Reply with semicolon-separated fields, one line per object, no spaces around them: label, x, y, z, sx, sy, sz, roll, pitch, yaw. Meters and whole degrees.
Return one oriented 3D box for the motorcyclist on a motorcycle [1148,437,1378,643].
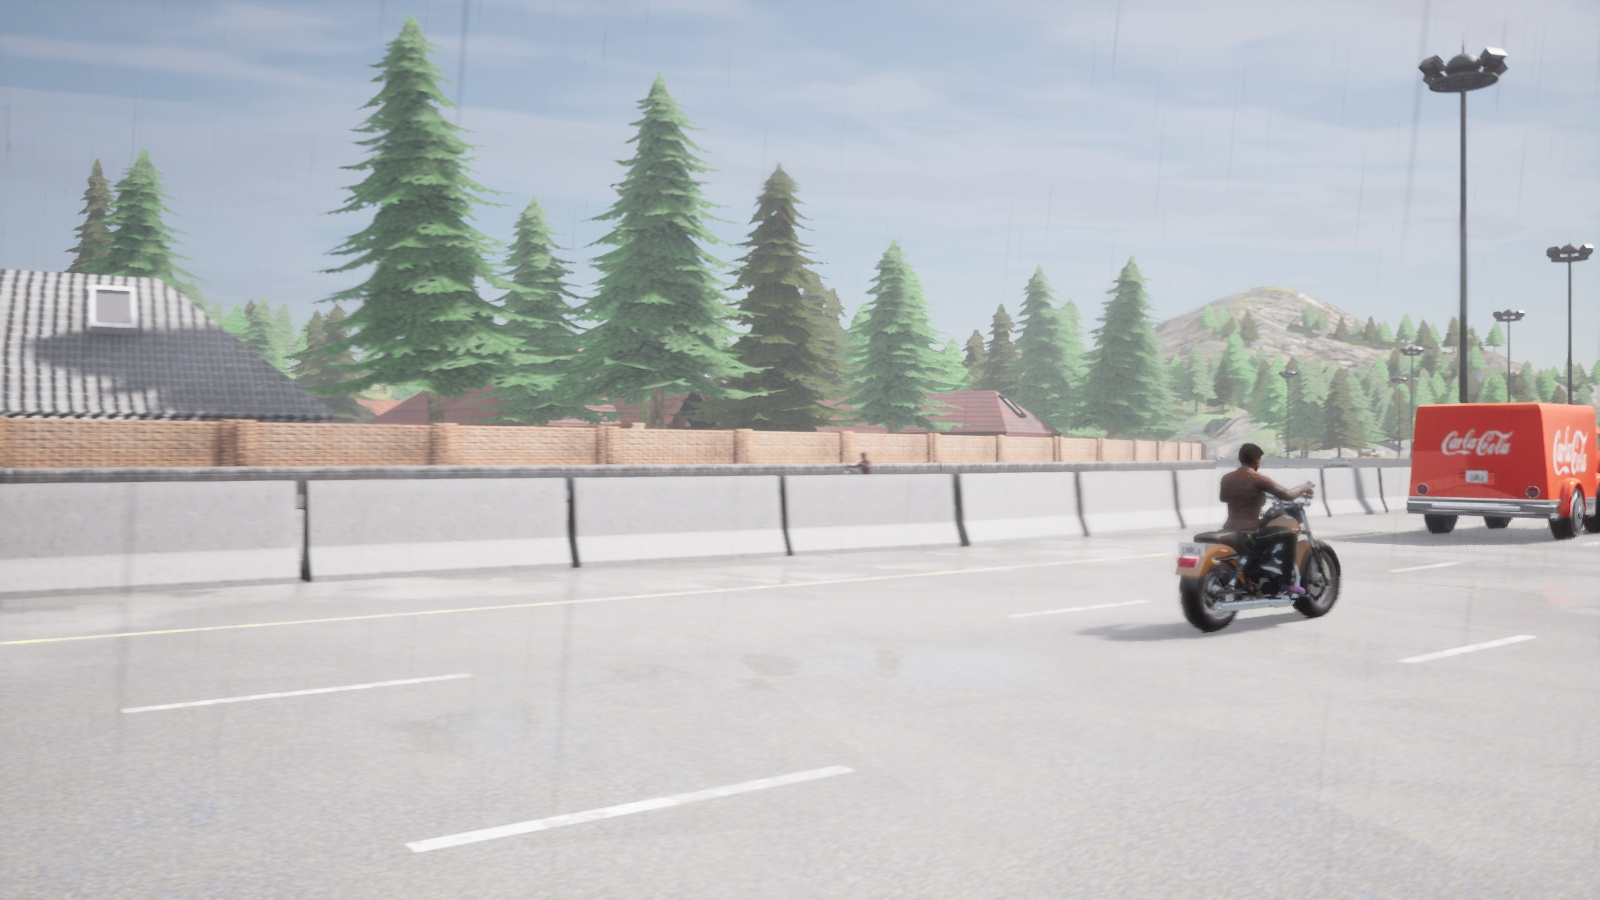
motorcyclist on a motorcycle;4.126;0.731;11.096;2.350;1.649;0.766;0;-1;-38

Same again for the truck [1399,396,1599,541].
truck;13.926;0.318;24.183;5.204;2.467;2.627;0;0;-44
